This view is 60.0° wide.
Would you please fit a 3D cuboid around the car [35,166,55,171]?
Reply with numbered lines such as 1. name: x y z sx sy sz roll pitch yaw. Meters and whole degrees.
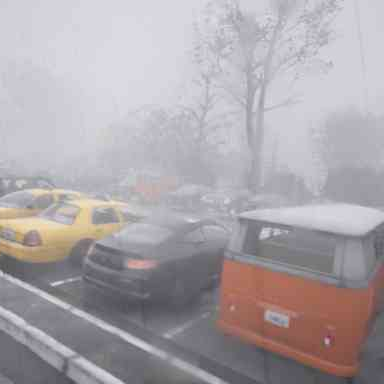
1. car: -11.281 -1.162 30.497 2.163 1.488 4.792 7 4 35

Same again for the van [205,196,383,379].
1. van: 2.267 1.229 5.673 1.878 1.987 4.442 7 4 35

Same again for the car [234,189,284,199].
1. car: 4.664 0.849 19.210 2.097 1.535 5.008 7 4 35

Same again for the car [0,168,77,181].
1. car: -6.980 0.153 12.085 2.185 1.767 4.553 7 4 35

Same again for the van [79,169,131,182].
1. van: -6.622 -0.829 27.316 1.878 1.987 4.442 7 4 35

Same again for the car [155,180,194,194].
1. car: 0.079 0.263 22.454 2.097 1.535 5.008 7 4 35

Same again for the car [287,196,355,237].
1. car: 6.965 1.143 17.601 2.097 1.535 5.008 7 4 35

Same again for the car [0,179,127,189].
1. car: -4.818 0.569 10.296 1.946 1.575 5.366 7 4 35

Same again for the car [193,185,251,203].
1. car: 2.400 0.431 20.850 2.185 1.767 4.553 7 4 35

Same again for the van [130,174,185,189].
1. van: -2.030 -0.242 24.076 1.878 1.987 4.442 7 4 35

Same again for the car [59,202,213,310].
1. car: -0.122 1.199 7.211 2.002 1.452 4.674 7 4 35

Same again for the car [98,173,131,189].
1. car: -4.409 -0.310 25.620 2.231 1.521 4.892 7 4 35

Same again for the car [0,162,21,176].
1. car: -22.901 -2.773 38.616 2.163 1.488 4.792 9 5 35

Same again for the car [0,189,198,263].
1. car: -2.307 0.863 8.981 1.946 1.575 5.366 7 4 35

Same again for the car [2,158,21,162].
1. car: -20.581 -2.709 36.983 2.435 2.045 5.566 9 5 35

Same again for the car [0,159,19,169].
1. car: -11.565 -0.559 15.313 2.435 2.045 5.566 7 4 35

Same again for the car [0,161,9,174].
1. car: -25.191 -3.116 40.231 2.163 1.488 4.792 9 5 35

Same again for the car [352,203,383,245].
1. car: 9.374 1.479 15.934 2.163 1.488 4.792 7 4 35

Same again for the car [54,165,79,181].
1. car: -9.112 -1.036 28.890 2.185 1.767 4.553 7 4 35

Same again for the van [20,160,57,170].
1. van: -13.644 -1.710 31.979 1.878 1.987 4.442 7 4 35
